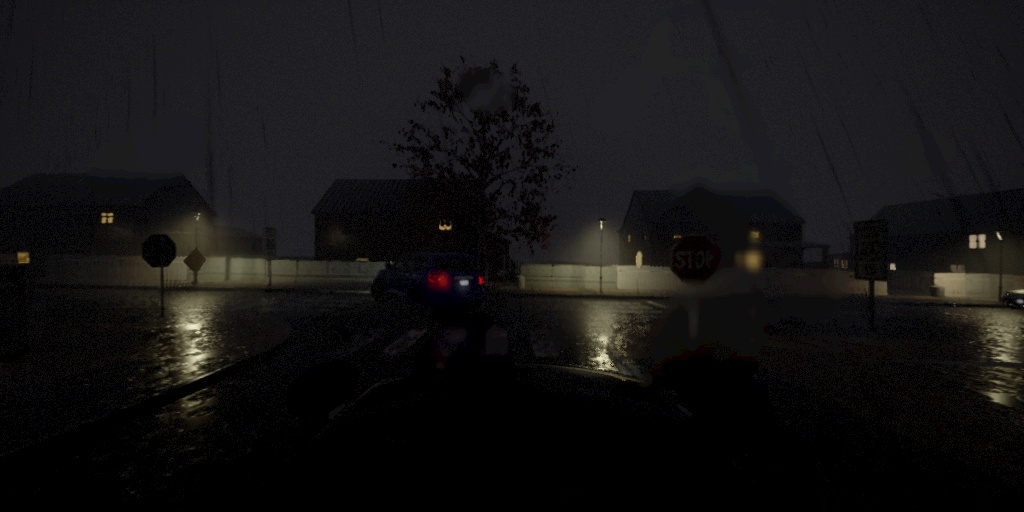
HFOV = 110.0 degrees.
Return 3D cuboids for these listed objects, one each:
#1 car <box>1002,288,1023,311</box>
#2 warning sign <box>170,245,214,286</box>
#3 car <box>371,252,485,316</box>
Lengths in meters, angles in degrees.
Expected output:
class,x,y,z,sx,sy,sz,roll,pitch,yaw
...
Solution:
class,x,y,z,sx,sy,sz,roll,pitch,yaw
car,24.714,1.790,15.709,4.902,1.511,2.128,1,0,0
warning sign,-15.822,0.516,17.916,1.060,1.860,1.300,0,0,0
car,-3.246,0.878,13.391,2.150,2.045,5.566,3,0,-40
